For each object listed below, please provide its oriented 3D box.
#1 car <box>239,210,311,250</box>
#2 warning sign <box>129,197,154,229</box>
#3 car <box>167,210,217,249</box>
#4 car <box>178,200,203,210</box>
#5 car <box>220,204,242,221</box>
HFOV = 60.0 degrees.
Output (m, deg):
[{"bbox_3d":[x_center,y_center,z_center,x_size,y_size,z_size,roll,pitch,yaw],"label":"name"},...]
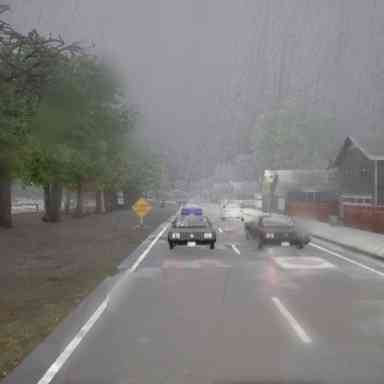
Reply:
[{"bbox_3d":[3.500,1.673,14.650,1.895,1.301,4.718,0,0,0],"label":"car"},{"bbox_3d":[-3.040,1.223,20.171,1.300,1.860,1.060,1,0,0],"label":"warning sign"},{"bbox_3d":[0.000,1.673,14.650,1.895,1.301,4.718,0,0,0],"label":"car"},{"bbox_3d":[0.000,1.719,29.626,1.882,1.535,5.008,0,-1,0],"label":"car"},{"bbox_3d":[3.500,1.768,29.625,1.812,1.442,4.674,0,-1,0],"label":"car"}]
